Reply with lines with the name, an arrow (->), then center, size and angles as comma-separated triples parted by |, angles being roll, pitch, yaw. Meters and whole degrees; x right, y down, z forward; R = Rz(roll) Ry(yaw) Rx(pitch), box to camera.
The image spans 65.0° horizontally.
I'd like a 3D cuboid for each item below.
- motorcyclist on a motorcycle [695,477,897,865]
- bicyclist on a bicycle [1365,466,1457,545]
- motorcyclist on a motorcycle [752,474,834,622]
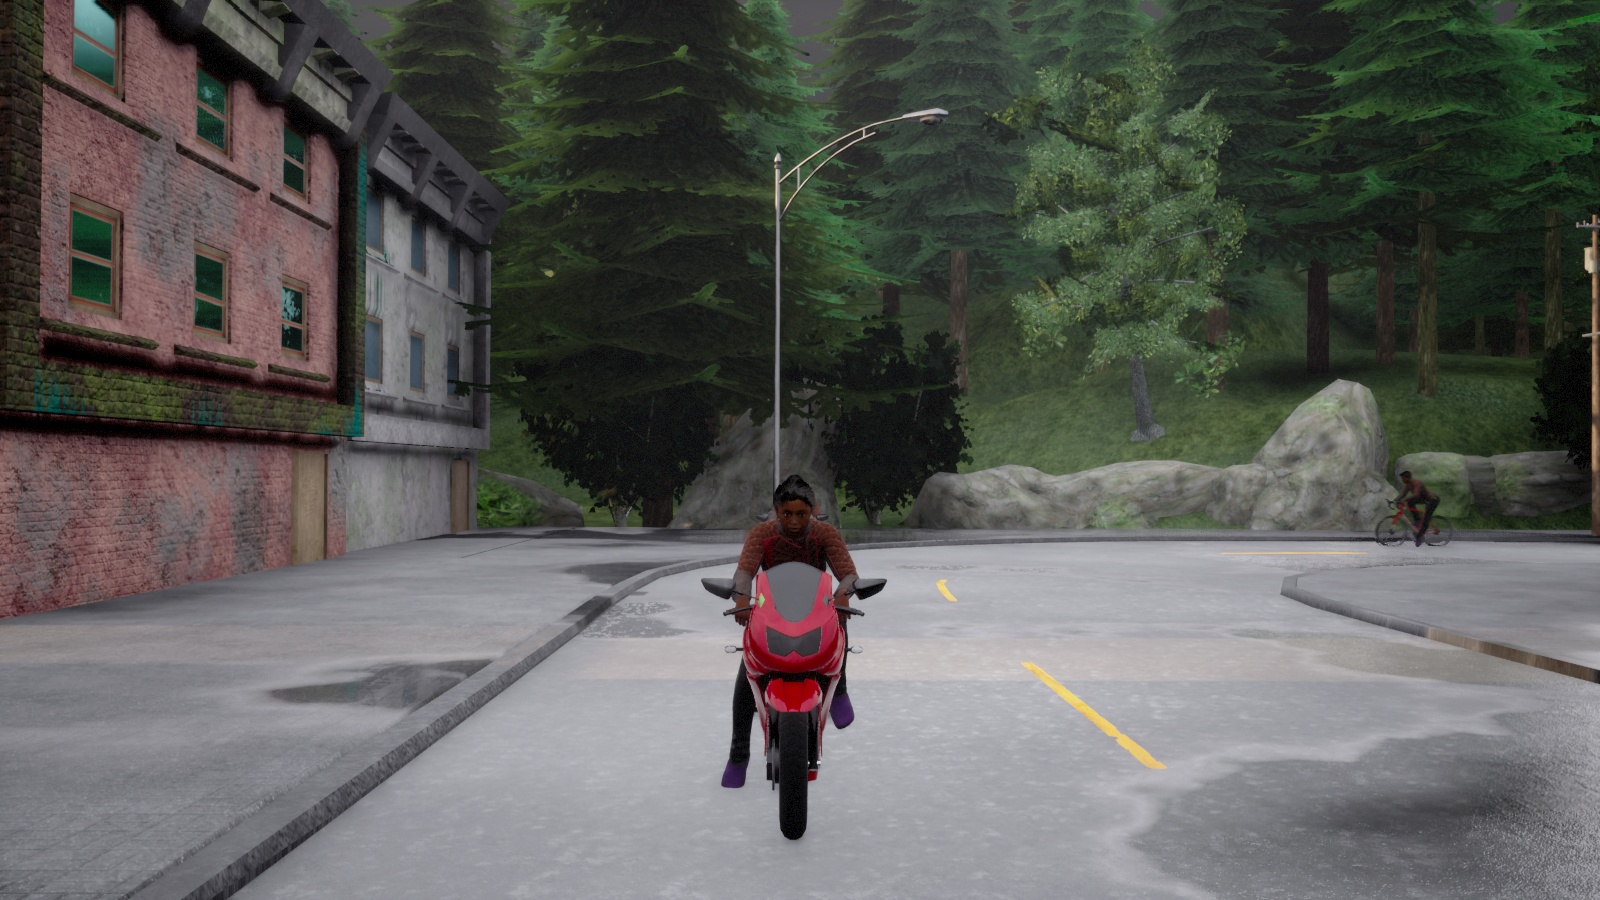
motorcyclist on a motorcycle -> -0.023, 0.898, 6.008 | 0.797, 1.523, 2.044 | 0, -1, 0
bicyclist on a bicycle -> 12.911, 1.161, 26.554 | 1.656, 1.620, 0.582 | 0, -1, -2
motorcyclist on a motorcycle -> -0.046, 1.032, 14.025 | 0.797, 1.523, 2.044 | 0, -1, 3
